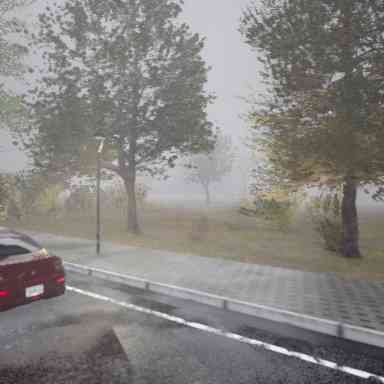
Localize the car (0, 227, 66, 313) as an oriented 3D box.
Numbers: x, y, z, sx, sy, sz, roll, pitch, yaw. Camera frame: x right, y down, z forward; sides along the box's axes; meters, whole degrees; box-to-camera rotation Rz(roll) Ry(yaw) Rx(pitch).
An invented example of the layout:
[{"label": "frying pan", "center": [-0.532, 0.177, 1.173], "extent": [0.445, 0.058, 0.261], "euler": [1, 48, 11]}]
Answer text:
[{"label": "car", "center": [-4.483, 1.443, 6.861], "extent": [4.674, 1.442, 1.812], "euler": [1, 1, 35]}]
